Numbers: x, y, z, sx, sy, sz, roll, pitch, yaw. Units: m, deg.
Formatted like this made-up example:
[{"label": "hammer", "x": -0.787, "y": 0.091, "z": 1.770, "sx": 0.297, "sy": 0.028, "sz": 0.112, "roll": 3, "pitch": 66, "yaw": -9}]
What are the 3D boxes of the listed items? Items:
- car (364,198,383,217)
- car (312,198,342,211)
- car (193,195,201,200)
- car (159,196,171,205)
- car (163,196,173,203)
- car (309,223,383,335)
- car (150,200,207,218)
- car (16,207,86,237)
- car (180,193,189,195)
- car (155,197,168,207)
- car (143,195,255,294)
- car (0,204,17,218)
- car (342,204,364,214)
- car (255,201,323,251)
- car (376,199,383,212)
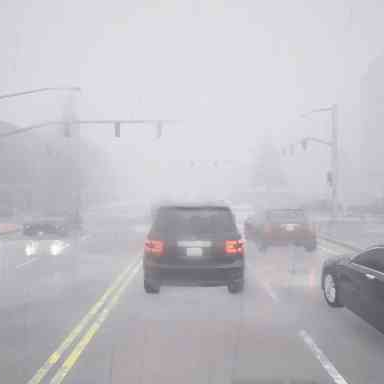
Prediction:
[{"label": "car", "x": 18.788, "y": 1.352, "z": 30.443, "sx": 4.553, "sy": 1.767, "sz": 2.097, "roll": 0, "pitch": 0, "yaw": -2}, {"label": "car", "x": 14.435, "y": 1.505, "z": 37.539, "sx": 4.892, "sy": 1.490, "sz": 1.837, "roll": 0, "pitch": 0, "yaw": -2}, {"label": "car", "x": 1.461, "y": 1.553, "z": 90.341, "sx": 1.994, "sy": 1.385, "sz": 4.181, "roll": 0, "pitch": 0, "yaw": -1}, {"label": "car", "x": -4.904, "y": 1.478, "z": 61.307, "sx": 1.882, "sy": 1.535, "sz": 5.008, "roll": 0, "pitch": 0, "yaw": -1}, {"label": "car", "x": -5.079, "y": 1.553, "z": 71.188, "sx": 1.994, "sy": 1.385, "sz": 4.181, "roll": 0, "pitch": 0, "yaw": -1}, {"label": "car", "x": 3.607, "y": 1.505, "z": 5.057, "sx": 1.837, "sy": 1.490, "sz": 4.892, "roll": 0, "pitch": 0, "yaw": 0}, {"label": "car", "x": -1.214, "y": 1.491, "z": 29.611, "sx": 4.902, "sy": 1.511, "sz": 2.128, "roll": 0, "pitch": 0, "yaw": -4}, {"label": "car", "x": -7.304, "y": 1.548, "z": 18.332, "sx": 2.033, "sy": 1.411, "sz": 5.357, "roll": 0, "pitch": 0, "yaw": -4}, {"label": "car", "x": -1.795, "y": 1.496, "z": 80.194, "sx": 1.837, "sy": 1.490, "sz": 4.892, "roll": 0, "pitch": 0, "yaw": -1}, {"label": "car", "x": -4.704, "y": 1.526, "z": 51.917, "sx": 1.812, "sy": 1.442, "sz": 4.674, "roll": 0, "pitch": 0, "yaw": -1}, {"label": "car", "x": 0.053, "y": 1.221, "z": 8.960, "sx": 2.150, "sy": 2.045, "sz": 5.566, "roll": 0, "pitch": 0, "yaw": 0}, {"label": "car", "x": -17.757, "y": 1.491, "z": 28.792, "sx": 4.902, "sy": 1.511, "sz": 2.128, "roll": 0, "pitch": 0, "yaw": -1}, {"label": "car", "x": 18.485, "y": 1.601, "z": 34.147, "sx": 4.718, "sy": 1.301, "sz": 1.895, "roll": 0, "pitch": 0, "yaw": -2}, {"label": "car", "x": 3.535, "y": 1.352, "z": 14.138, "sx": 2.097, "sy": 1.767, "sz": 4.553, "roll": 0, "pitch": 0, "yaw": 0}, {"label": "car", "x": 24.174, "y": 1.547, "z": 37.801, "sx": 5.357, "sy": 1.411, "sz": 2.033, "roll": 0, "pitch": 0, "yaw": -1}]
